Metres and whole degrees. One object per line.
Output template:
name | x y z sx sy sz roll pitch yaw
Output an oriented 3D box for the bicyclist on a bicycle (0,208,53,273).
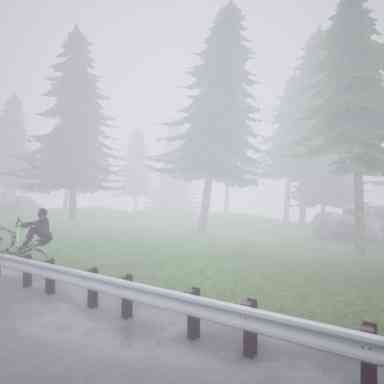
bicyclist on a bicycle | -4.218 1.150 8.598 1.656 1.620 0.582 36 -33 -8
